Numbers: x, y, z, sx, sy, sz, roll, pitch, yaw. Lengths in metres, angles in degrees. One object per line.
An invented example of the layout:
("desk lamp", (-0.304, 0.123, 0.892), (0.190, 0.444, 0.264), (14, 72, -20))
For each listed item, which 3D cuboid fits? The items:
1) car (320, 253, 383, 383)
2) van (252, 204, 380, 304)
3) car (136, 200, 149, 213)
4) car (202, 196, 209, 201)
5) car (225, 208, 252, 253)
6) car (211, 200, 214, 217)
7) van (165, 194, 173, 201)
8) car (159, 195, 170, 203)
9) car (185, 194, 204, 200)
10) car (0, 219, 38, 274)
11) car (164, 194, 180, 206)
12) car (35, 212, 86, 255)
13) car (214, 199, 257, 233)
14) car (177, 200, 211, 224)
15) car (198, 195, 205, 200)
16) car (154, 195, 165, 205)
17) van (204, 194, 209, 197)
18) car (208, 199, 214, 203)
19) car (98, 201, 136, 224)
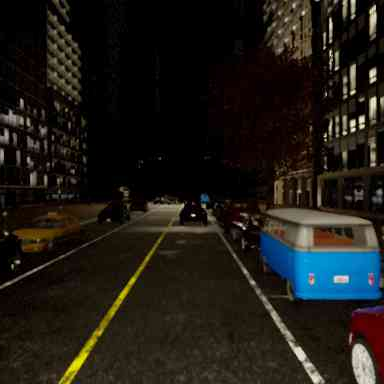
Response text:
("car", (2.689, 1.543, 2.179), (1.887, 1.381, 4.507), (0, 0, 0))
("van", (2.689, 1.337, 7.846), (1.690, 1.788, 3.998), (0, 0, 0))
("car", (-5.689, 1.559, 36.189), (1.802, 1.307, 4.206), (0, 0, 0))
("car", (2.691, 1.538, 41.855), (1.947, 1.339, 4.313), (0, 0, 0))
("car", (2.690, 1.543, 13.515), (2.008, 1.369, 4.403), (0, 0, 0))
("car", (2.690, 1.510, 25.021), (1.752, 1.417, 4.829), (0, 0, 0))
("van", (-5.687, 1.278, 81.533), (1.690, 1.788, 3.998), (0, 0, 0))
("car", (-5.688, 1.389, 70.197), (1.967, 1.590, 4.097), (0, 0, 0))
("car", (0.103, 1.324, 42.222), (2.097, 1.767, 4.553), (0, 0, 0))
("car", (-5.691, 1.562, 7.848), (1.947, 1.339, 4.313), (0, 0, 0))
("car", (-3.062, 1.467, 55.169), (1.837, 1.490, 4.892), (0, 0, 0))
("car", (-5.691, 1.518, 13.346), (1.752, 1.417, 4.829), (0, 0, 0))
("car", (2.690, 1.304, 19.183), (2.192, 1.841, 5.009), (0, 0, 0))
("car", (0.101, 1.549, 24.545), (1.994, 1.385, 4.181), (0, 0, 0))
("car", (2.695, 1.468, 92.870), (1.887, 1.381, 4.507), (0, 0, 0))
("car", (-5.688, 1.525, 58.860), (1.947, 1.339, 4.313), (0, 0, 0))
("van", (2.693, 1.290, 70.196), (1.690, 1.788, 3.998), (0, 0, 0))
("car", (2.691, 1.563, 30.519), (1.802, 1.307, 4.206), (0, 0, 0))
("car", (-5.690, 1.551, 24.852), (1.947, 1.339, 4.313), (0, 0, 0))
